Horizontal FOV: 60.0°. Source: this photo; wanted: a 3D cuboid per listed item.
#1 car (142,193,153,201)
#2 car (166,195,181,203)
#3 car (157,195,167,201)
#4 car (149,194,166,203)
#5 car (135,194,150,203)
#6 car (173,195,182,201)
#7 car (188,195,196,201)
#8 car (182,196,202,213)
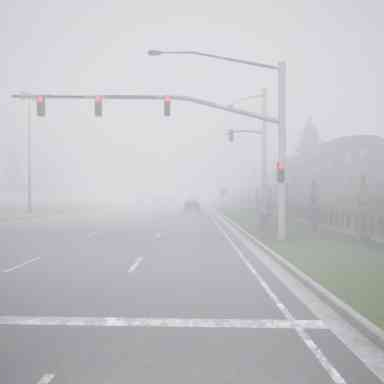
[{"bbox_3d":[-10.481,1.184,78.503,2.097,1.767,4.553,0,0,0],"label":"car"},{"bbox_3d":[-3.484,1.489,68.111,2.128,1.511,4.902,0,0,0],"label":"car"},{"bbox_3d":[-6.981,1.382,78.532,1.994,1.385,4.181,0,0,0],"label":"car"},{"bbox_3d":[-6.984,1.475,68.112,1.882,1.535,5.008,0,0,0],"label":"car"},{"bbox_3d":[-10.484,1.561,68.496,1.994,1.385,4.181,0,0,0],"label":"car"},{"bbox_3d":[-3.481,1.424,78.561,1.895,1.301,4.718,0,0,0],"label":"car"},{"bbox_3d":[0.019,1.353,78.530,1.812,1.442,4.674,0,0,0],"label":"car"},{"bbox_3d":[0.009,1.502,37.497,1.837,1.490,4.892,0,0,0],"label":"car"}]
